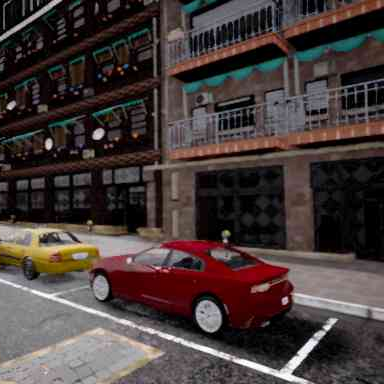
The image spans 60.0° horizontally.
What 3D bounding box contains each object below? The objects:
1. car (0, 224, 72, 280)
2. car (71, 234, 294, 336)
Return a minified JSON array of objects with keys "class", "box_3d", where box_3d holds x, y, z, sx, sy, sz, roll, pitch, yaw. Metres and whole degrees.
[{"class":"car","box_3d":[-4.822,1.670,10.218,4.829,1.417,1.752,0,-3,37]},{"class":"car","box_3d":[-0.261,1.657,6.796,4.507,1.381,1.887,0,-3,37]}]
